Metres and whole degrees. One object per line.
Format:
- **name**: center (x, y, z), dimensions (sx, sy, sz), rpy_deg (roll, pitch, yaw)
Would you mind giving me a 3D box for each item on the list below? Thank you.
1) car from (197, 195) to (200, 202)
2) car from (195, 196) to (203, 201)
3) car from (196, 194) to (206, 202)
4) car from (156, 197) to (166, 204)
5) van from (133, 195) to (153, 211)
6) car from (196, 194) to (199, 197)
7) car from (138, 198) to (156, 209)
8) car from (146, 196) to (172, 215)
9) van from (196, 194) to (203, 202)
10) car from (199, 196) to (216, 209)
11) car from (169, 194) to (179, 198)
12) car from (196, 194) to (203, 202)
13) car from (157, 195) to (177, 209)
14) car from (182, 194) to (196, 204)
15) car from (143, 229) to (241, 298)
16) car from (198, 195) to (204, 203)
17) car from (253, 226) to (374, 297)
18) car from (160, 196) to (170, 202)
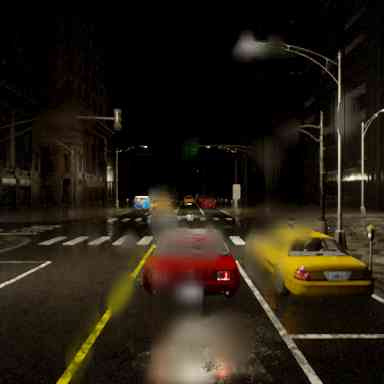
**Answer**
- **car**: center (2.264, 1.639, 57.498), dimensions (1.887, 1.381, 4.507), rpy_deg (0, 0, -1)
- **car**: center (1.957, 1.716, 90.649), dimensions (2.008, 1.369, 4.403), rpy_deg (0, 0, -1)
- **car**: center (2.059, 1.457, 79.599), dimensions (2.192, 1.841, 5.009), rpy_deg (0, 0, -1)
- **car**: center (-6.385, 1.700, 68.487), dimensions (1.802, 1.307, 4.206), rpy_deg (0, 0, -1)
- **van**: center (-6.141, 1.402, 40.864), dimensions (1.690, 1.788, 3.998), rpy_deg (0, 0, -1)
- **car**: center (2.110, 1.674, 74.073), dimensions (1.887, 1.381, 4.507), rpy_deg (0, 0, -1)
- **car**: center (-6.189, 1.616, 46.389), dimensions (1.887, 1.381, 4.507), rpy_deg (0, 0, -1)
- **car**: center (-3.403, 1.529, 35.225), dimensions (1.882, 1.535, 5.008), rpy_deg (0, 0, -2)
- **van**: center (2.008, 1.495, 85.124), dimensions (1.690, 1.788, 3.998), rpy_deg (0, 0, -1)
- **car**: center (2.366, 1.616, 46.447), dimensions (1.887, 1.381, 4.507), rpy_deg (0, 0, -1)
- **car**: center (-3.575, 1.595, 55.245), dimensions (1.837, 1.490, 4.892), rpy_deg (0, 0, -1)
- **car**: center (2.211, 1.632, 63.193), dimensions (1.752, 1.417, 4.829), rpy_deg (0, 0, -1)
- **car**: center (-3.495, 1.561, 45.112), dimensions (2.128, 1.511, 4.902), rpy_deg (0, 0, -1)
- **car**: center (-0.585, 1.590, 65.717), dimensions (1.882, 1.535, 5.008), rpy_deg (0, 0, -1)
- **car**: center (-0.011, 1.612, 8.514), dimensions (1.895, 1.301, 4.718), rpy_deg (0, 0, 0)
- **car**: center (2.315, 1.627, 51.972), dimensions (1.887, 1.381, 4.507), rpy_deg (0, 0, -1)
- **car**: center (2.697, 1.536, 8.526), dimensions (1.752, 1.417, 4.829), rpy_deg (0, 0, -1)
- **car**: center (-6.483, 1.692, 79.537), dimensions (2.008, 1.369, 4.403), rpy_deg (0, 0, -1)
